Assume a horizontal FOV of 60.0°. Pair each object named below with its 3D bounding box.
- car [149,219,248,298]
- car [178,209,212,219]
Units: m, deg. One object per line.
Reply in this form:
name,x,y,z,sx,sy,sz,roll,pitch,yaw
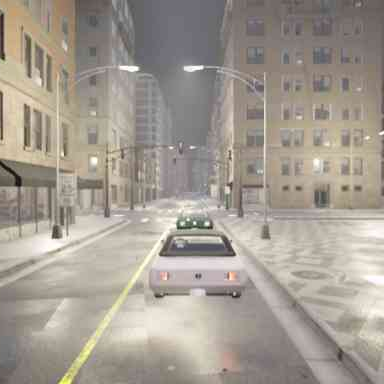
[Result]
car,0.119,1.595,8.432,1.895,1.301,4.718,0,0,0
car,0.141,1.588,18.667,1.895,1.301,4.718,0,0,0
